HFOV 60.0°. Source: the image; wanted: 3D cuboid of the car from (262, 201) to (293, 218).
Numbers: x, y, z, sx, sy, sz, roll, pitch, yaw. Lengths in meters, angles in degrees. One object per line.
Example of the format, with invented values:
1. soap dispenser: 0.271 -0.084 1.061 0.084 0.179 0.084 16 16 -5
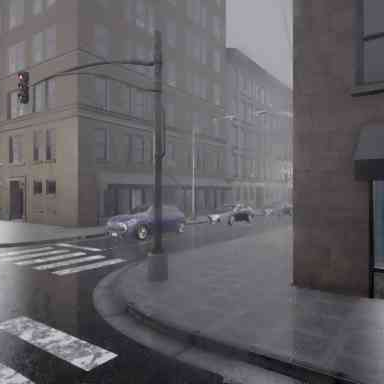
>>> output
1. car: 8.496 1.674 32.719 2.128 1.511 4.902 0 0 36

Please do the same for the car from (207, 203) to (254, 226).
1. car: 2.984 1.622 24.967 2.128 1.511 4.902 0 0 35

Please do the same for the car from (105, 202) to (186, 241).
1. car: -2.333 1.432 17.530 2.097 1.767 4.553 0 0 36
